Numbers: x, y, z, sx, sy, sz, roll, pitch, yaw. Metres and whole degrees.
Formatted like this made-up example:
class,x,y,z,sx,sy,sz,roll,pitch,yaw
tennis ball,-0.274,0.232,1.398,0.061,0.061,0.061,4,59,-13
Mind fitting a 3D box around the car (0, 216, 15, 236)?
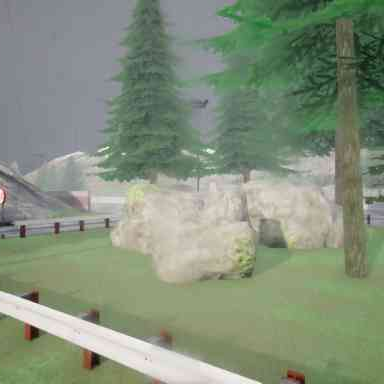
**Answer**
class,x,y,z,sx,sy,sz,roll,pitch,yaw
car,-10.849,1.358,15.552,5.357,1.411,2.033,0,0,20
